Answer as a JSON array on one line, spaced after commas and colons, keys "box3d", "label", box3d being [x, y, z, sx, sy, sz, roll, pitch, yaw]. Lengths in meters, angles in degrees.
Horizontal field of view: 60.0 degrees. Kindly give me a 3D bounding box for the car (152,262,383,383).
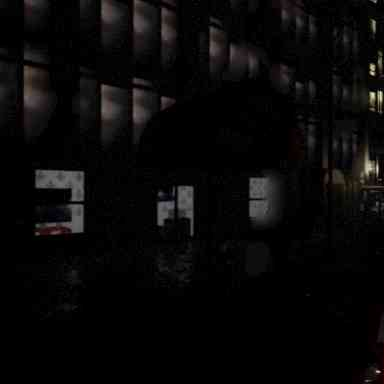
[{"box3d": [1.672, 1.569, 3.764, 4.507, 1.381, 1.887, 1, -1, -37], "label": "car"}]
